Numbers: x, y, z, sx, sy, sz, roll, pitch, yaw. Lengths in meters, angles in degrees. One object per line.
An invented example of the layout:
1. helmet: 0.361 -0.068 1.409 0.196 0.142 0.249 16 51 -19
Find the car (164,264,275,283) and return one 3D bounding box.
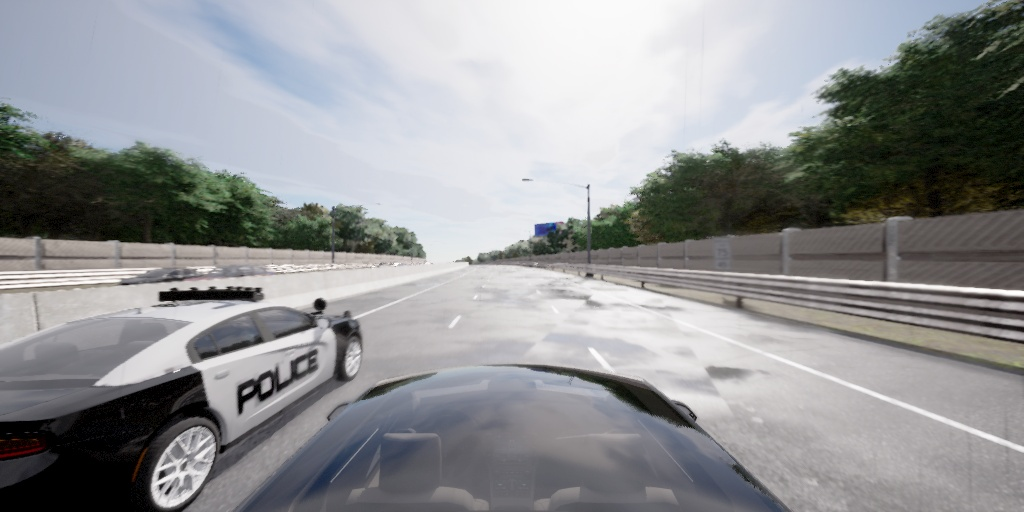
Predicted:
1. car: -14.243 1.282 18.135 2.097 1.767 4.553 0 -1 -1

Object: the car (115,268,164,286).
1. car: -21.301 1.492 22.115 1.837 1.490 4.892 0 0 -1

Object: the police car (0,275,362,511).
1. police car: -3.531 1.202 4.393 1.930 1.638 5.238 0 0 0

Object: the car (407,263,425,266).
1. car: -15.530 1.886 60.170 2.033 1.411 5.357 0 -1 -2
